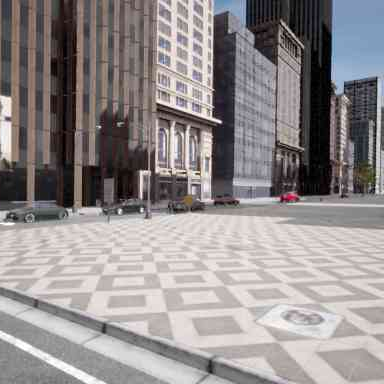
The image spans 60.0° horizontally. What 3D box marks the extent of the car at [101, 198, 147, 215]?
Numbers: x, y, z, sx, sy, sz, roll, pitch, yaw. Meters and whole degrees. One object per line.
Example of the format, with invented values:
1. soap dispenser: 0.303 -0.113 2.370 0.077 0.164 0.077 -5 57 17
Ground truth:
1. car: -6.435 1.377 31.988 1.837 1.490 4.892 1 1 35

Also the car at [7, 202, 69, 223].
1. car: -11.447 1.470 24.911 1.994 1.385 4.181 1 1 35

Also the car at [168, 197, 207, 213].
1. car: -0.180 1.466 35.297 1.994 1.385 4.181 1 1 35

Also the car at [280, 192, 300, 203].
1. car: 18.010 0.980 61.013 2.150 2.045 5.566 1 0 36

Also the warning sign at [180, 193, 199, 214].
1. warning sign: -0.242 1.077 30.668 1.300 1.860 1.060 1 1 35

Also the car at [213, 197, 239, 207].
1. car: 4.969 1.395 48.036 1.895 1.301 4.718 1 1 36
